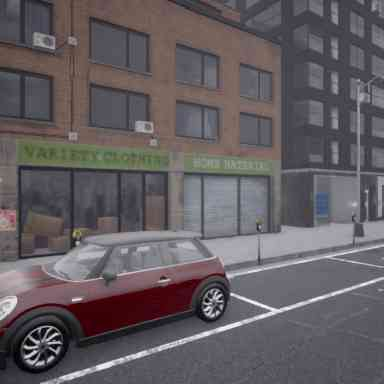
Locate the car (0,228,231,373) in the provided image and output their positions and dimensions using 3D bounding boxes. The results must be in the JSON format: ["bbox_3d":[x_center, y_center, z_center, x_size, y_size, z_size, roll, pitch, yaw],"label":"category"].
[{"bbox_3d":[-1.369,1.440,5.559,4.097,1.590,1.967,0,0,-36],"label":"car"}]
